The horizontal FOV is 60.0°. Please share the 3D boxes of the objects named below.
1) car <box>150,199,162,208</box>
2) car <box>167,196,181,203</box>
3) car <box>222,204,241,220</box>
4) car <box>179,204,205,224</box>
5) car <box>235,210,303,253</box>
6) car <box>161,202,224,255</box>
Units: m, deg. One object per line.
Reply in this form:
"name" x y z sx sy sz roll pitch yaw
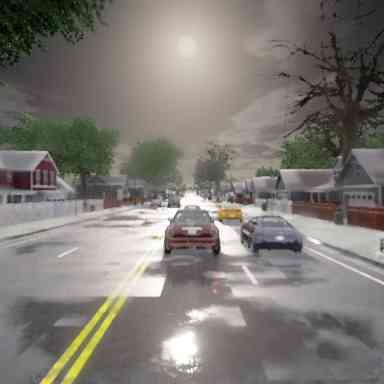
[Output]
"car" -6.491 2.088 60.352 1.812 1.442 4.674 0 -1 0
"car" -3.238 1.770 60.685 2.150 2.045 5.566 0 -1 0
"car" 3.263 1.753 29.460 1.882 1.535 5.008 0 0 0
"car" 0.008 1.819 28.972 2.033 1.411 5.357 0 -1 0
"car" 3.258 1.698 14.320 1.994 1.385 4.181 0 0 0
"car" 0.006 1.481 14.058 2.097 1.767 4.553 0 -1 0
